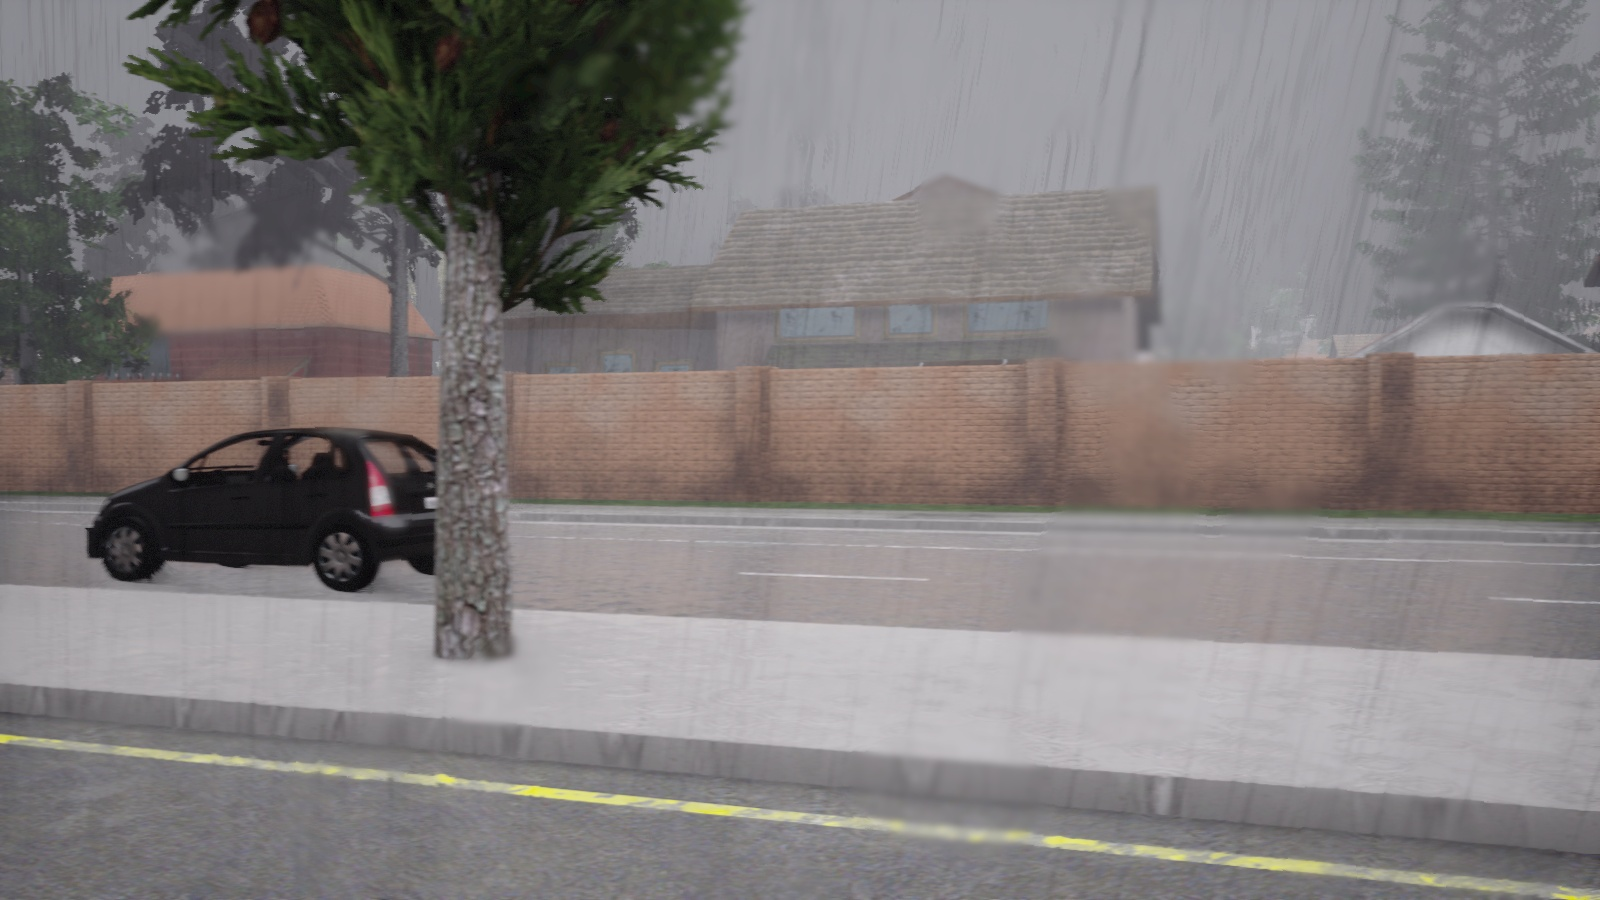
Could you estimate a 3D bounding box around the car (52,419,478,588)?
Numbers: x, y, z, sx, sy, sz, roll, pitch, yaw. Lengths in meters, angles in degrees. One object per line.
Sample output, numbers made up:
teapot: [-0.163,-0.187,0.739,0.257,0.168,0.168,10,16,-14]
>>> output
car: [-5.709,0.485,13.509,3.988,1.617,1.851,1,1,18]
